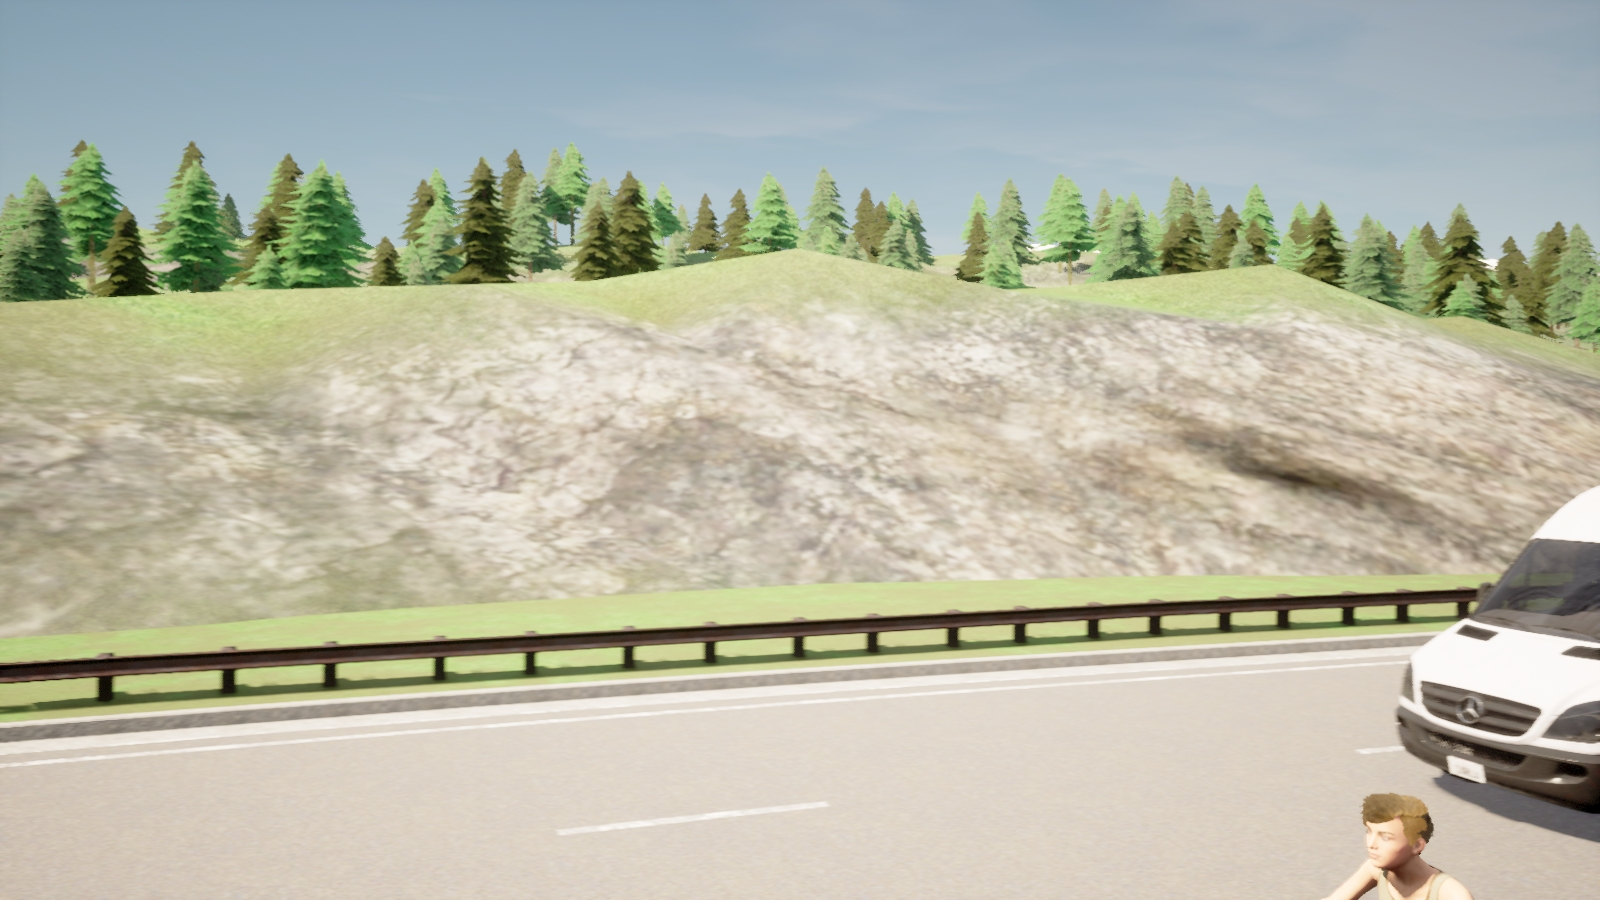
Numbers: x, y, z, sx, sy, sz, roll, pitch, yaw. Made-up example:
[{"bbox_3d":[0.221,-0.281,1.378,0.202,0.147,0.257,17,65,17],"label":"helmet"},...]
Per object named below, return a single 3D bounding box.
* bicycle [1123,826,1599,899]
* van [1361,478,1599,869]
[{"bbox_3d":[2.013,2.157,3.967,1.487,1.277,0.859,0,0,-19],"label":"bicycle"},{"bbox_3d":[7.813,1.532,9.484,5.915,2.561,1.988,0,0,-17],"label":"van"}]
